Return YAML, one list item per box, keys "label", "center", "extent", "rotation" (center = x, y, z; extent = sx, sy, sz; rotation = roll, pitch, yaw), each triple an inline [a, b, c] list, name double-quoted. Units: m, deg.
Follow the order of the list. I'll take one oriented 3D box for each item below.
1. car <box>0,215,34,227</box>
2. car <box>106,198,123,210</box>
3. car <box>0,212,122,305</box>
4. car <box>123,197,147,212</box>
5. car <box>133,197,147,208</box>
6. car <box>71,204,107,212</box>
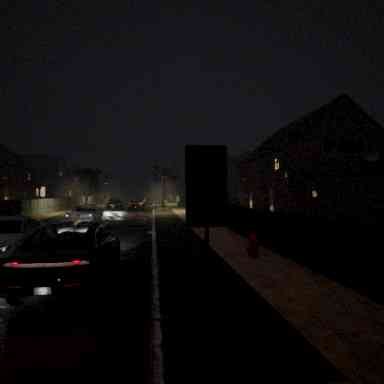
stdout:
- label: "car"
  center: [-6.044, 1.530, 10.901]
  extent: [1.812, 1.442, 4.674]
  rotation: [0, 0, -7]
- label: "car"
  center: [-9.572, 1.475, 41.716]
  extent: [2.128, 1.511, 4.902]
  rotation: [0, 0, -6]
- label: "car"
  center: [-2.850, 1.481, 8.121]
  extent: [2.128, 1.511, 4.902]
  rotation: [0, 0, -7]
- label: "car"
  center: [-6.408, 1.450, 38.854]
  extent: [2.128, 1.511, 4.902]
  rotation: [0, 0, -6]
- label: "car"
  center: [-7.624, 1.476, 48.853]
  extent: [1.837, 1.490, 4.892]
  rotation: [0, 0, -6]
- label: "car"
  center: [-7.513, 1.583, 23.443]
  extent: [1.895, 1.301, 4.718]
  rotation: [0, 0, -7]
